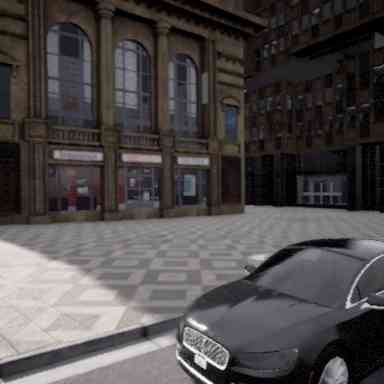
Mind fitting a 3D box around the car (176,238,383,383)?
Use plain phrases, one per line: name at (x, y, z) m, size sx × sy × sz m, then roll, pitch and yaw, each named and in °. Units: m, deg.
car at (2.062, 1.501, 4.845) m, size 4.892 × 1.490 × 1.837 m, roll 0°, pitch 0°, yaw -36°
